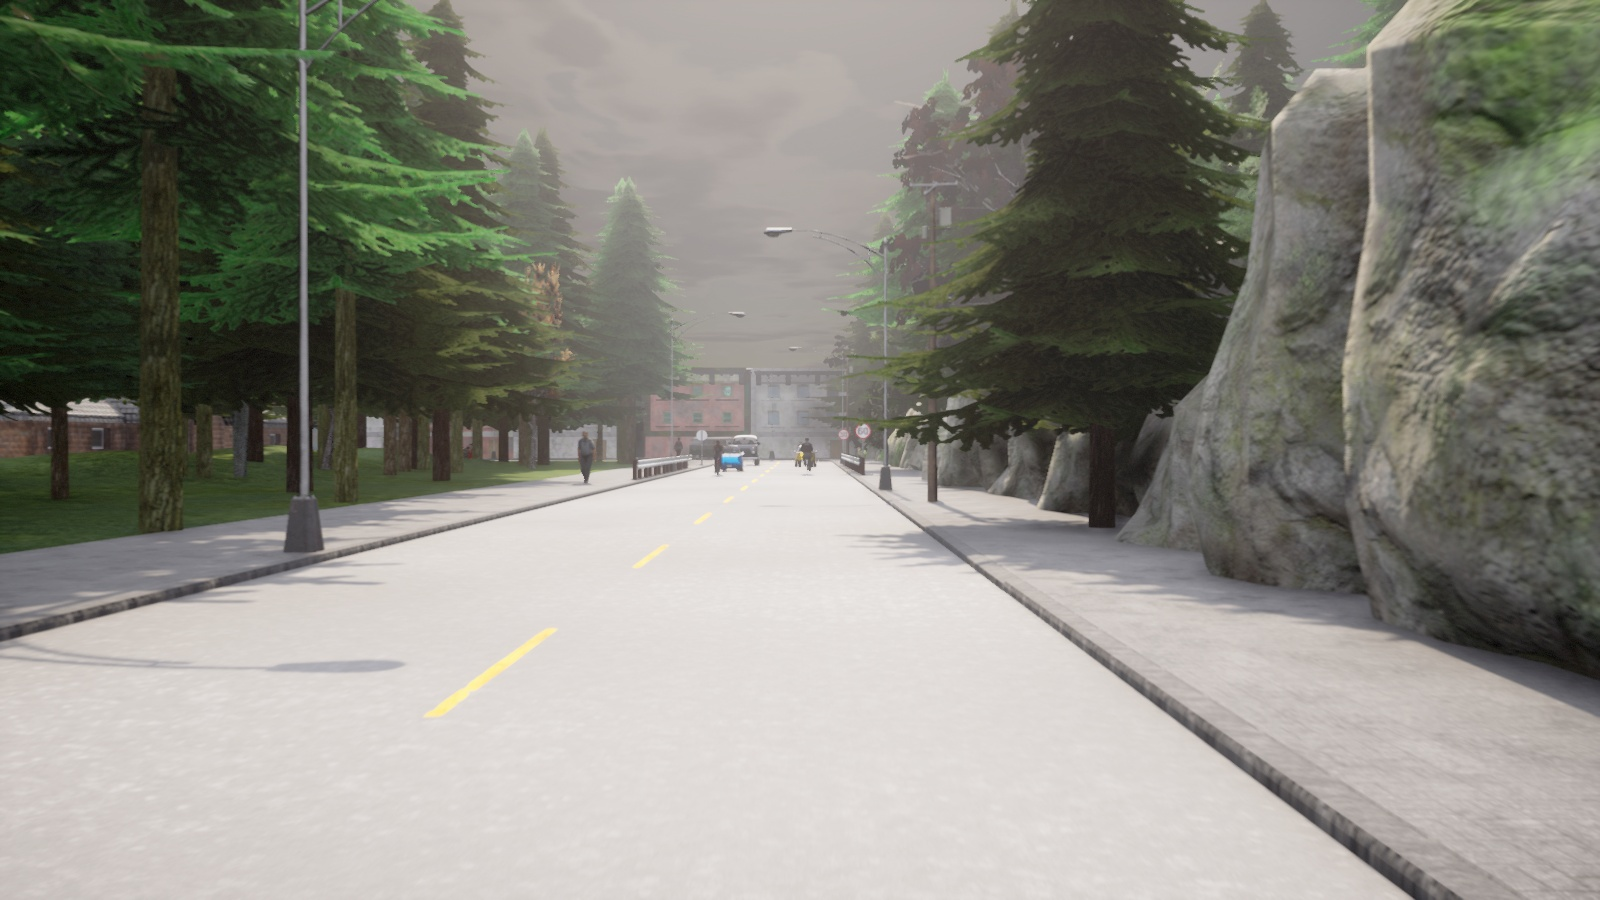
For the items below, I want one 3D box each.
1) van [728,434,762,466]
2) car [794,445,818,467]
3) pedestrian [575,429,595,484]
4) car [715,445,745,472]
[{"bbox_3d":[-3.638,-0.003,83.419,2.069,2.038,4.480,0,0,0],"label":"van"},{"bbox_3d":[0.356,0.356,79.123,1.481,1.376,2.207,0,1,0],"label":"car"},{"bbox_3d":[-7.222,0.212,42.229,0.540,1.848,0.694,0,0,0],"label":"pedestrian"},{"bbox_3d":[-3.664,0.426,66.053,1.481,1.376,2.207,0,0,0],"label":"car"}]
